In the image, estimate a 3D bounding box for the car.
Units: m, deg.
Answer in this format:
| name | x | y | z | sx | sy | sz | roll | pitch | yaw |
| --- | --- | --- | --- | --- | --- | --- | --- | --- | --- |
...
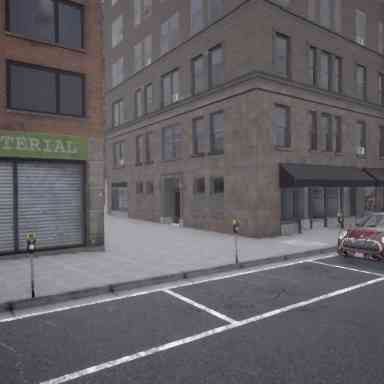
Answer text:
| name | x | y | z | sx | sy | sz | roll | pitch | yaw |
| --- | --- | --- | --- | --- | --- | --- | --- | --- | --- |
| car | 6.841 | 1.438 | 11.555 | 4.097 | 1.590 | 1.967 | 0 | -1 | -36 |
